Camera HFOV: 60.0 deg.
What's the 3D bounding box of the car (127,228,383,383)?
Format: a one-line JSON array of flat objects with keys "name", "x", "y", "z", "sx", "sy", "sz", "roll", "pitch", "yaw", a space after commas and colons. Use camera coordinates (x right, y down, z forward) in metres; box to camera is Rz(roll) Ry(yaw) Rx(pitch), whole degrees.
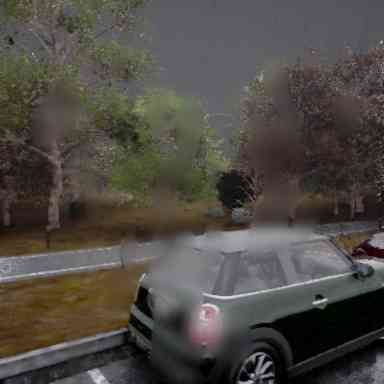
[{"name": "car", "x": 1.433, "y": 1.357, "z": 5.068, "sx": 4.553, "sy": 1.767, "sz": 2.185, "roll": -1, "pitch": 0, "yaw": -33}]
